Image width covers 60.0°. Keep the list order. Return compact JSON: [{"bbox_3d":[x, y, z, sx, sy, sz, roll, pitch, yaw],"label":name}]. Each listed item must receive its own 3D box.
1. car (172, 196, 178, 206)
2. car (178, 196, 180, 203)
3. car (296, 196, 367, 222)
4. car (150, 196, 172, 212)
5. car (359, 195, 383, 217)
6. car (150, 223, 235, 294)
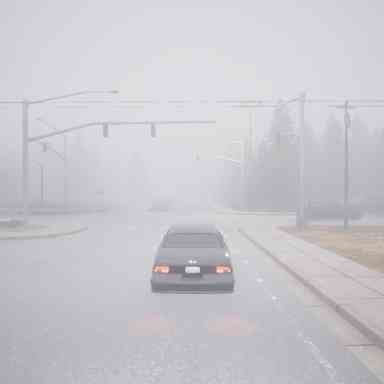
[{"bbox_3d":[-3.693,1.506,53.613,1.837,1.490,4.892,0,0,0],"label":"car"},{"bbox_3d":[-3.492,1.520,69.092,2.128,1.511,4.902,0,0,1],"label":"car"},{"bbox_3d":[10.601,1.379,25.927,4.553,1.767,2.097,0,0,1],"label":"car"},{"bbox_3d":[-3.680,1.526,38.298,1.812,1.442,4.674,0,0,0],"label":"car"},{"bbox_3d":[15.536,1.248,29.592,5.566,2.045,2.150,0,0,1],"label":"car"},{"bbox_3d":[0.031,1.545,8.940,2.033,1.411,5.357,0,0,0],"label":"car"}]
